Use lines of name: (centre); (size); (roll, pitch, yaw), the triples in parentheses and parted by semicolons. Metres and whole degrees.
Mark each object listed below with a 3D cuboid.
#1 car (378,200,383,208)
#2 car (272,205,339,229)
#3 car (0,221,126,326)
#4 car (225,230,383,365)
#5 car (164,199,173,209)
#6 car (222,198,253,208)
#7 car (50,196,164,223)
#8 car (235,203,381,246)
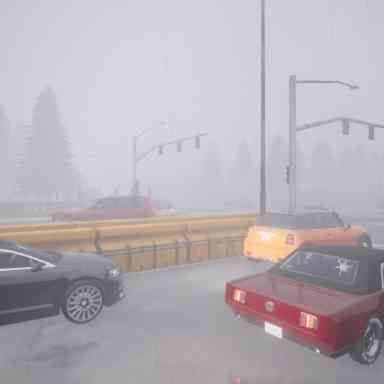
car: (26.772, 1.547, 44.637); (5.357, 1.411, 2.033); (0, 0, -36)
car: (7.742, 1.601, 22.435); (4.718, 1.301, 1.895); (0, 0, -36)
car: (-3.543, 1.492, 5.511); (4.902, 1.511, 2.128); (0, 0, -36)
car: (2.922, 1.601, 5.837); (4.718, 1.301, 1.895); (0, 0, -36)
car: (-4.253, 1.564, 43.979); (1.994, 1.385, 4.181); (0, 0, -36)
car: (6.443, 1.547, 46.806); (2.033, 1.411, 5.357); (0, 0, -30)
car: (-4.607, 1.223, 17.923); (5.566, 2.045, 2.150); (0, 0, -36)
car: (3.870, 1.352, 10.817); (4.553, 1.767, 2.097); (0, 0, -36)
